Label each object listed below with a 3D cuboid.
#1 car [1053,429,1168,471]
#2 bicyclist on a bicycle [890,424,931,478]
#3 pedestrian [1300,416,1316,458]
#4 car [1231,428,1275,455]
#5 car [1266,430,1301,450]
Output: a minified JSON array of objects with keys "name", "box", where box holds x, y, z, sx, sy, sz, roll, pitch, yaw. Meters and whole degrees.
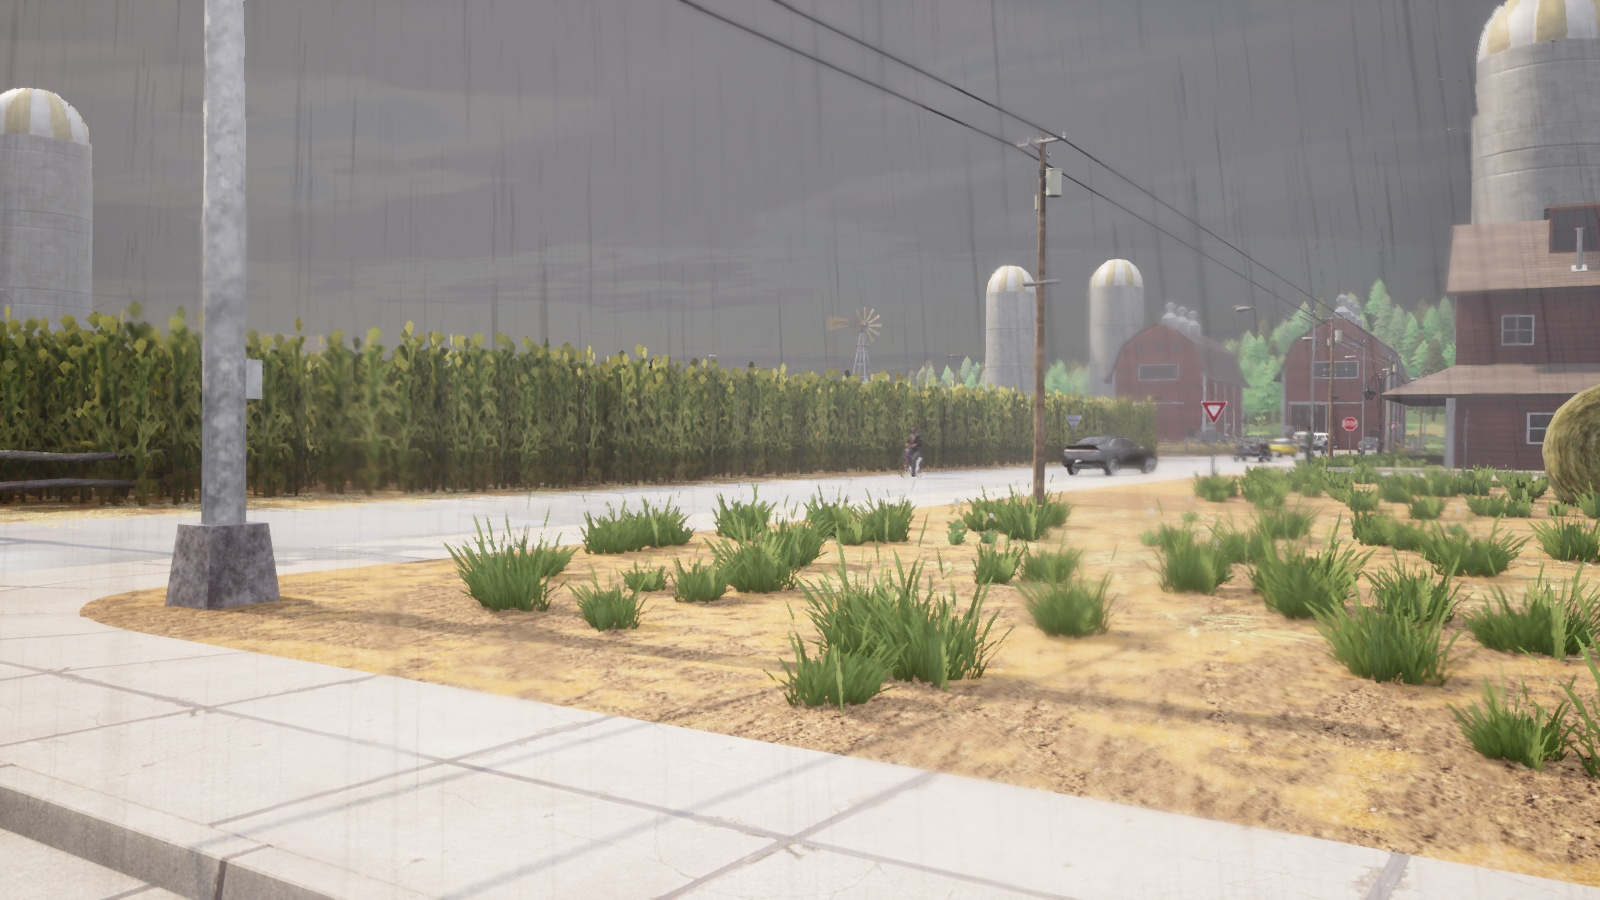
[{"name":"car","box":[11.878,-0.039,47.879,2.128,1.511,4.902,0,1,43]},{"name":"bicyclist on a bicycle","box":[3.735,0.025,42.306,0.659,1.776,1.843,0,1,31]},{"name":"pedestrian","box":[22.495,-0.561,55.601,0.614,1.847,0.353,0,1,28]},{"name":"car","box":[27.061,-0.524,74.976,1.789,1.549,3.705,0,1,30]},{"name":"car","box":[34.505,-0.715,89.615,2.207,1.376,1.481,-2,1,-44]}]
